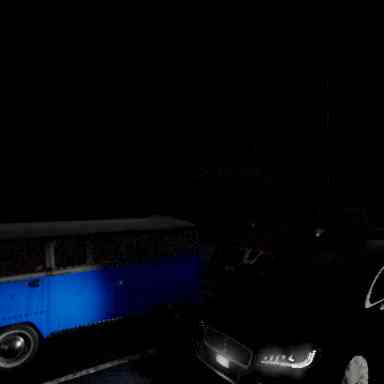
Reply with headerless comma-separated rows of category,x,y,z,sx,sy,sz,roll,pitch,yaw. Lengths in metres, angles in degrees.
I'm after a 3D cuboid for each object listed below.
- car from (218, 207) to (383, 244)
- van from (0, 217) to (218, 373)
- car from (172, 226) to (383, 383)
car,2.844,1.334,8.573,5.009,1.841,2.192,0,-1,-35
van,-1.705,1.345,5.332,3.998,1.788,1.690,0,-1,-35
car,2.300,1.516,4.896,4.892,1.490,1.837,0,0,-35
